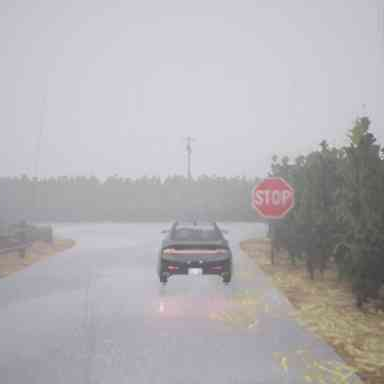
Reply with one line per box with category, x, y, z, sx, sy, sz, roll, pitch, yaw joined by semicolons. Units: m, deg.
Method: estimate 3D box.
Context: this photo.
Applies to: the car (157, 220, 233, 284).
car;0.090;1.588;9.886;2.128;1.511;4.902;0;0;0
